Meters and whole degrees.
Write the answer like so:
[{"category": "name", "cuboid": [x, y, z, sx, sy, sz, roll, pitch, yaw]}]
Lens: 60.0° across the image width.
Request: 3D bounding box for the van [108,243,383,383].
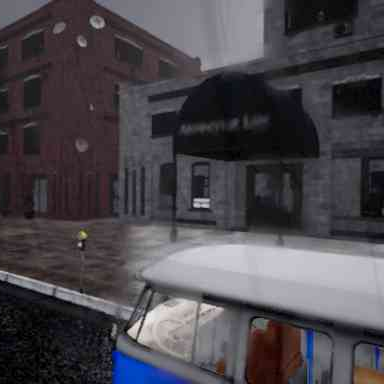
[{"category": "van", "cuboid": [1.227, 1.342, 1.993, 3.998, 1.788, 1.690, 0, 1, 35]}]
